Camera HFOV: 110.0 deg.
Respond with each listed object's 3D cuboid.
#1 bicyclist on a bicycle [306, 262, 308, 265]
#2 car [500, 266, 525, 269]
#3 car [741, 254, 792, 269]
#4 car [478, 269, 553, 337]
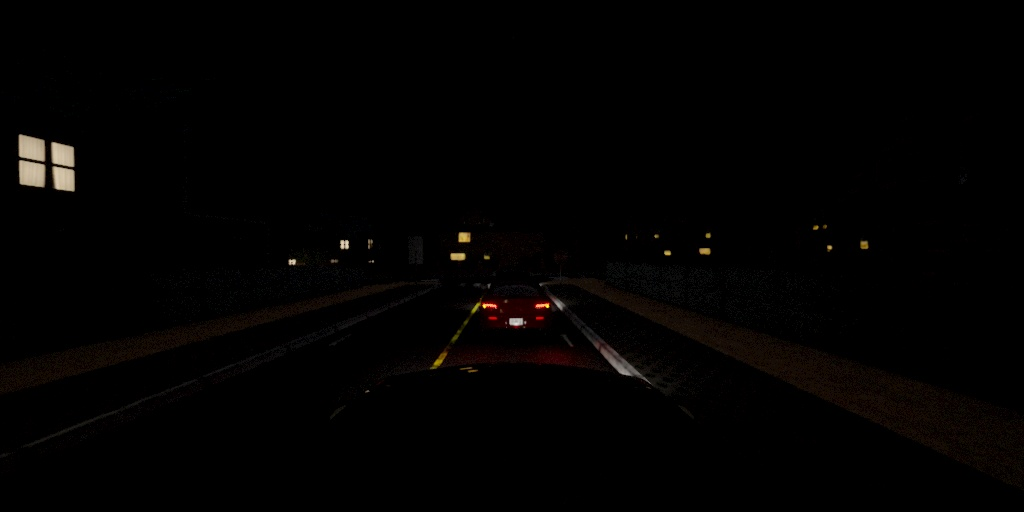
[{"bbox_3d":[-20.226,1.438,35.501,0.582,1.620,1.656,-1,1,0],"label":"bicyclist on a bicycle"},{"bbox_3d":[0.022,1.263,19.456,1.837,1.490,4.892,0,0,-2],"label":"car"},{"bbox_3d":[23.691,0.619,32.740,5.008,1.535,1.882,-1,1,0],"label":"car"},{"bbox_3d":[0.086,1.276,10.177,1.812,1.442,4.674,0,0,0],"label":"car"}]
